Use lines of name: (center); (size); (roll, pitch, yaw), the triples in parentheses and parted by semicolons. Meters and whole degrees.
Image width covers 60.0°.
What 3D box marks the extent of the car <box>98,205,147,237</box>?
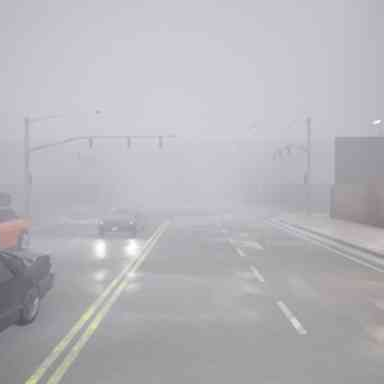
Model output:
car: (-3.536, 1.417, 17.578); (1.812, 1.442, 4.674); (0, 0, 0)

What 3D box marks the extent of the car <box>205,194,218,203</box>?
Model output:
car: (3.456, 1.126, 58.542); (2.128, 1.511, 4.902); (0, 0, 0)

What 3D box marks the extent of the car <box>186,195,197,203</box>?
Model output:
car: (-0.043, 1.184, 58.540); (2.033, 1.411, 5.357); (0, 0, 0)

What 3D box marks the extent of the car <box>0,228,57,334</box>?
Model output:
car: (-3.597, 1.522, 4.279); (2.033, 1.411, 5.357); (0, 0, 0)

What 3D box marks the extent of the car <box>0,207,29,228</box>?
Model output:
car: (-7.082, 1.292, 10.460); (2.097, 1.767, 4.553); (0, 0, 0)
